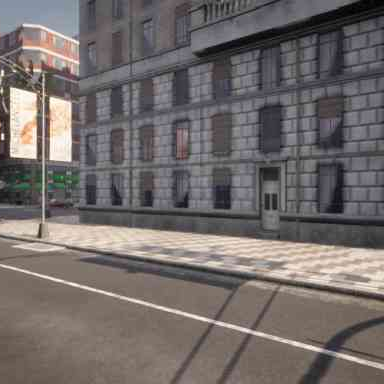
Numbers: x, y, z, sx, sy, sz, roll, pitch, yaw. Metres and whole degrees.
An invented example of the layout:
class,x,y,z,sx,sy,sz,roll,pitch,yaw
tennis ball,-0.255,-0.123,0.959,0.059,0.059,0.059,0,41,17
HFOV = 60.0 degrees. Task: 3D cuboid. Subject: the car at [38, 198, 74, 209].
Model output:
class,x,y,z,sx,sy,sz,roll,pitch,yaw
car,-18.067,1.526,44.397,1.812,1.442,4.674,0,0,36
